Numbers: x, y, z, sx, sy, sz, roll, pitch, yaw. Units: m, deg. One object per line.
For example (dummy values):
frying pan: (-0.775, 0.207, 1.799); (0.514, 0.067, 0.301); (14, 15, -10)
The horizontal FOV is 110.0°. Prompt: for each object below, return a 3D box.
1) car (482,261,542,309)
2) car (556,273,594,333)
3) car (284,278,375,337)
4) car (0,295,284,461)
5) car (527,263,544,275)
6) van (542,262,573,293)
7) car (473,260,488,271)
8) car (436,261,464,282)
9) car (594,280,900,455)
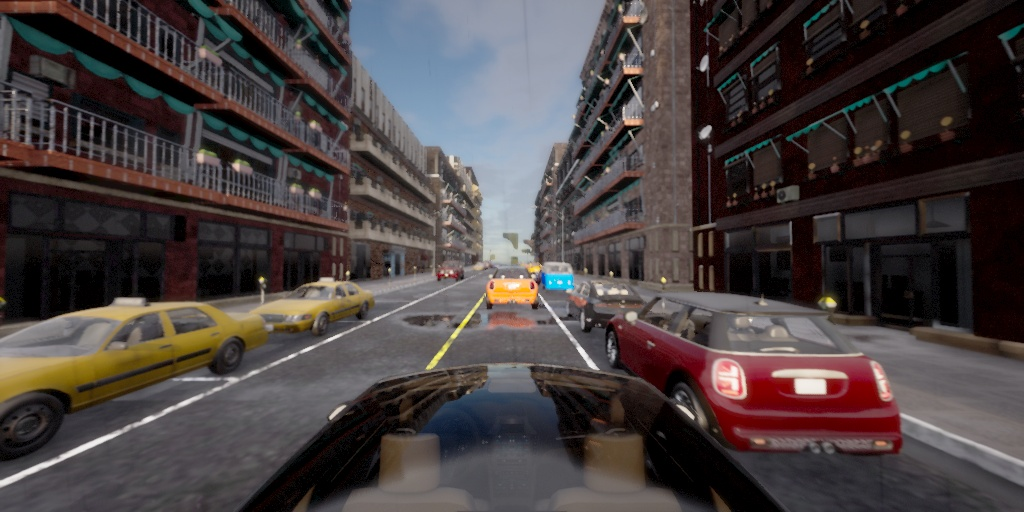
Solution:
car: (0.009, 1.237, 15.948); (2.097, 1.767, 4.553); (0, -1, 0)
car: (2.695, 1.388, 10.841); (2.007, 1.370, 4.403); (0, 0, 0)
car: (-5.687, 1.363, 10.714); (1.751, 1.417, 4.829); (0, 0, 0)
car: (-5.688, 1.308, 5.053); (1.751, 1.417, 4.829); (0, 0, 0)
car: (3.156, 1.691, 49.072); (1.882, 1.535, 5.008); (0, -1, 0)
van: (2.698, 1.288, 22.163); (1.690, 1.789, 3.998); (0, 0, 0)
car: (-5.669, 1.866, 61.666); (1.751, 1.417, 4.829); (0, 0, 0)
car: (-5.678, 1.374, 33.529); (2.192, 1.841, 5.009); (0, 0, 0)
car: (2.692, 1.223, 5.179); (1.967, 1.591, 4.097); (0, 0, 0)
